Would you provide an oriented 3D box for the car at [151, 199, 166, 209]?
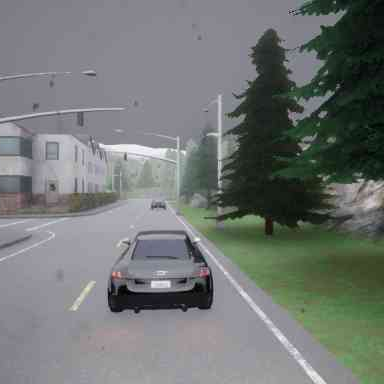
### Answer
[{"bbox_3d":[-4.449,1.601,43.923,1.895,1.301,4.718,0,0,-6],"label":"car"}]

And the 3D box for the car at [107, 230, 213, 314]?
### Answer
[{"bbox_3d":[-0.697,1.564,7.750,1.994,1.385,4.181,0,0,-5],"label":"car"}]
